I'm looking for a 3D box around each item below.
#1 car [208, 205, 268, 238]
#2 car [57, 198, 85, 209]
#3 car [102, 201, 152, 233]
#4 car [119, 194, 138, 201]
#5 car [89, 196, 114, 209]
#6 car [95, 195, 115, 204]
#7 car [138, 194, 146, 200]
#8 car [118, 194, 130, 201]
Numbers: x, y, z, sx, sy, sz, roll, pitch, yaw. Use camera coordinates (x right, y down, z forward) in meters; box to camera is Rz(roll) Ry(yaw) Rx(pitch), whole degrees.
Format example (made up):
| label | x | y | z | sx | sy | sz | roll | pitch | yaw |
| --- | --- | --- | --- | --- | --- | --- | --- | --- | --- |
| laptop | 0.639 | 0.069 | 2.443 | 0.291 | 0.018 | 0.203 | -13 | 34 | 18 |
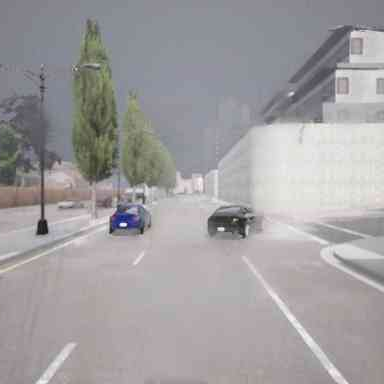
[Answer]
| label | x | y | z | sx | sy | sz | roll | pitch | yaw |
| --- | --- | --- | --- | --- | --- | --- | --- | --- | --- |
| car | 2.447 | 1.420 | 17.178 | 1.837 | 1.490 | 4.892 | -2 | -1 | 28 |
| car | -15.089 | 1.443 | 41.659 | 1.895 | 1.301 | 4.718 | 0 | 0 | 0 |
| car | -3.403 | 1.449 | 18.812 | 1.812 | 1.442 | 4.674 | 0 | 0 | 0 |
| car | -11.533 | 1.300 | 59.696 | 1.812 | 1.442 | 4.674 | 0 | 0 | 1 |
| car | -11.585 | 1.404 | 42.382 | 1.994 | 1.385 | 4.181 | 0 | 0 | 0 |
| car | -15.029 | 1.330 | 57.817 | 2.033 | 1.411 | 5.357 | 0 | 0 | 1 |
| car | -11.497 | 1.129 | 74.875 | 1.994 | 1.385 | 4.181 | 0 | 0 | 0 |
| car | -14.997 | 1.111 | 73.373 | 1.812 | 1.442 | 4.674 | 0 | 0 | 0 |
